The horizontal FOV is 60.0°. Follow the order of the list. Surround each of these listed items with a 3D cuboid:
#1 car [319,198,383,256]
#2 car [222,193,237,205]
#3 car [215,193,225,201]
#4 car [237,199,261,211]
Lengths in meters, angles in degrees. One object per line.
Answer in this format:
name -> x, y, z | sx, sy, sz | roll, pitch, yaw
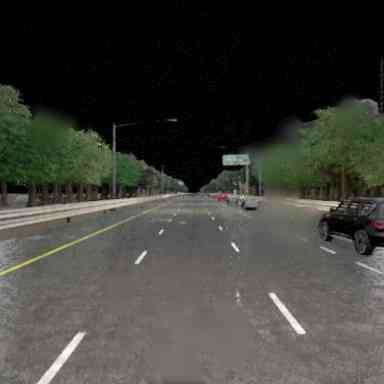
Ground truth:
car -> 7.008, 1.225, 13.259 | 2.150, 2.045, 5.566 | 0, 0, 0
car -> 7.194, 1.493, 60.197 | 2.128, 1.511, 4.902 | 0, 0, 0
car -> 7.341, 1.208, 80.255 | 2.150, 2.045, 5.566 | 0, 0, 0
car -> 7.088, 1.574, 40.494 | 1.994, 1.385, 4.181 | 0, 0, 0
